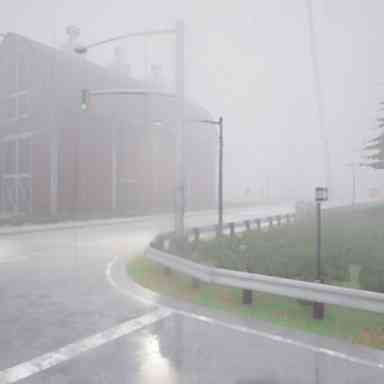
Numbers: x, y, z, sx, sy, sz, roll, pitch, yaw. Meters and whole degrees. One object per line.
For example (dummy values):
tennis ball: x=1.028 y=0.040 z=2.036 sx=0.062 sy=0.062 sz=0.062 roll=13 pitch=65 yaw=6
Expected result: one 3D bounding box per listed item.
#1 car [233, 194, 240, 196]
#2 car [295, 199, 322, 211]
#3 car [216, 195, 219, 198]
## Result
car: x=12.049 y=1.369 z=89.602 sx=1.784 sy=1.438 sz=3.905 roll=0 pitch=0 yaw=36
car: x=12.813 y=1.526 z=36.304 sx=2.128 sy=1.511 sz=4.902 roll=0 pitch=-1 yaw=36
car: x=5.493 y=1.358 z=78.469 sx=1.816 sy=1.474 sz=4.193 roll=0 pitch=0 yaw=36
